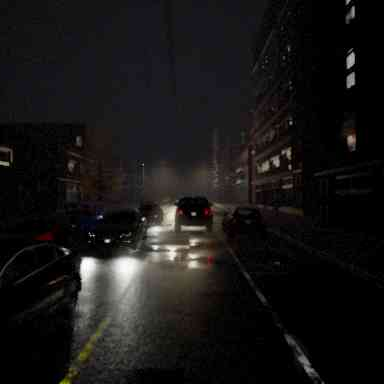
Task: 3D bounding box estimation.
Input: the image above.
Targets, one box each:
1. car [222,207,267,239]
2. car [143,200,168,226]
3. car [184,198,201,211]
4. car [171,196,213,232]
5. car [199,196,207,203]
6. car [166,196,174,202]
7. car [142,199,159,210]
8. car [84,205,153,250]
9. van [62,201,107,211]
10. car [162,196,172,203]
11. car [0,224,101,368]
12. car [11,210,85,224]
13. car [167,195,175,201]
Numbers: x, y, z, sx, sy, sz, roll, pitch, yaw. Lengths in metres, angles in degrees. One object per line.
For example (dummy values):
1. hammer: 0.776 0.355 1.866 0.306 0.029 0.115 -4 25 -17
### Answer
1. car: 2.702 1.495 17.779 1.967 1.590 4.097 1 0 0
2. car: -3.081 1.602 24.481 1.812 1.442 4.674 0 0 1
3. car: 0.071 1.630 44.212 2.128 1.511 4.902 0 0 0
4. car: 0.096 1.287 20.804 2.150 2.045 5.566 0 0 0
5. car: 2.691 1.782 80.502 1.752 1.417 4.829 1 0 0
6. car: -5.691 1.841 85.957 1.947 1.339 4.313 1 0 0
7. car: -5.684 1.727 46.150 1.802 1.307 4.206 1 0 0
8. car: -3.084 1.550 14.610 1.837 1.490 4.892 0 0 0
9. van: -5.675 1.396 17.717 1.690 1.788 3.998 1 0 0
10. car: -5.686 1.677 74.583 1.967 1.590 4.097 1 0 0
11. car: -3.090 1.507 4.763 2.128 1.511 4.902 0 0 0
12. car: -5.679 1.582 12.029 1.887 1.381 4.507 1 0 0
13. car: -5.689 1.734 91.643 1.967 1.590 4.097 1 0 0
